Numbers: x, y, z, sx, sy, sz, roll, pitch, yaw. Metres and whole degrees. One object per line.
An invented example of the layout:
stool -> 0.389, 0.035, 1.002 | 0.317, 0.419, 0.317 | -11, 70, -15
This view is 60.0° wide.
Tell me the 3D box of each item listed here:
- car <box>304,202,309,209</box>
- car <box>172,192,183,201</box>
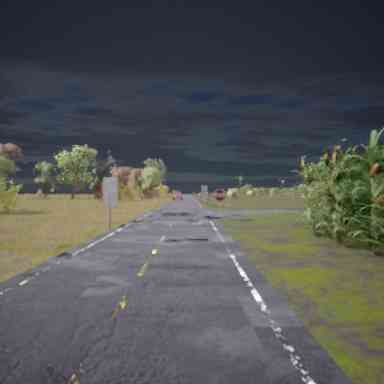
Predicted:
car -> 13.956, 1.228, 32.879 | 5.357, 1.411, 2.033 | -1, -1, -1
car -> -3.153, 0.939, 71.459 | 2.150, 2.045, 5.566 | 0, 0, -1
